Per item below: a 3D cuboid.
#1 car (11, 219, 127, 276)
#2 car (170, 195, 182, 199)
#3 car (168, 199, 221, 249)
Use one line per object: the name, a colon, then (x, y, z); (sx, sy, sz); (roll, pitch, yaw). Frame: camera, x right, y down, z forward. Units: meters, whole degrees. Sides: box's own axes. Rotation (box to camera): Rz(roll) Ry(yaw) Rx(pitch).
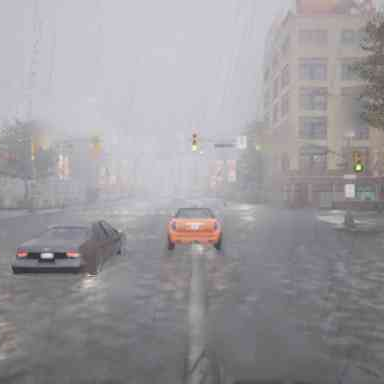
car: (-3.400, 1.544, 10.314); (2.033, 1.411, 5.357); (0, 0, 0)
car: (-3.497, 1.572, 77.146); (1.895, 1.301, 4.718); (0, 0, 0)
car: (0.101, 1.348, 14.755); (2.097, 1.767, 4.553); (0, 0, 0)
